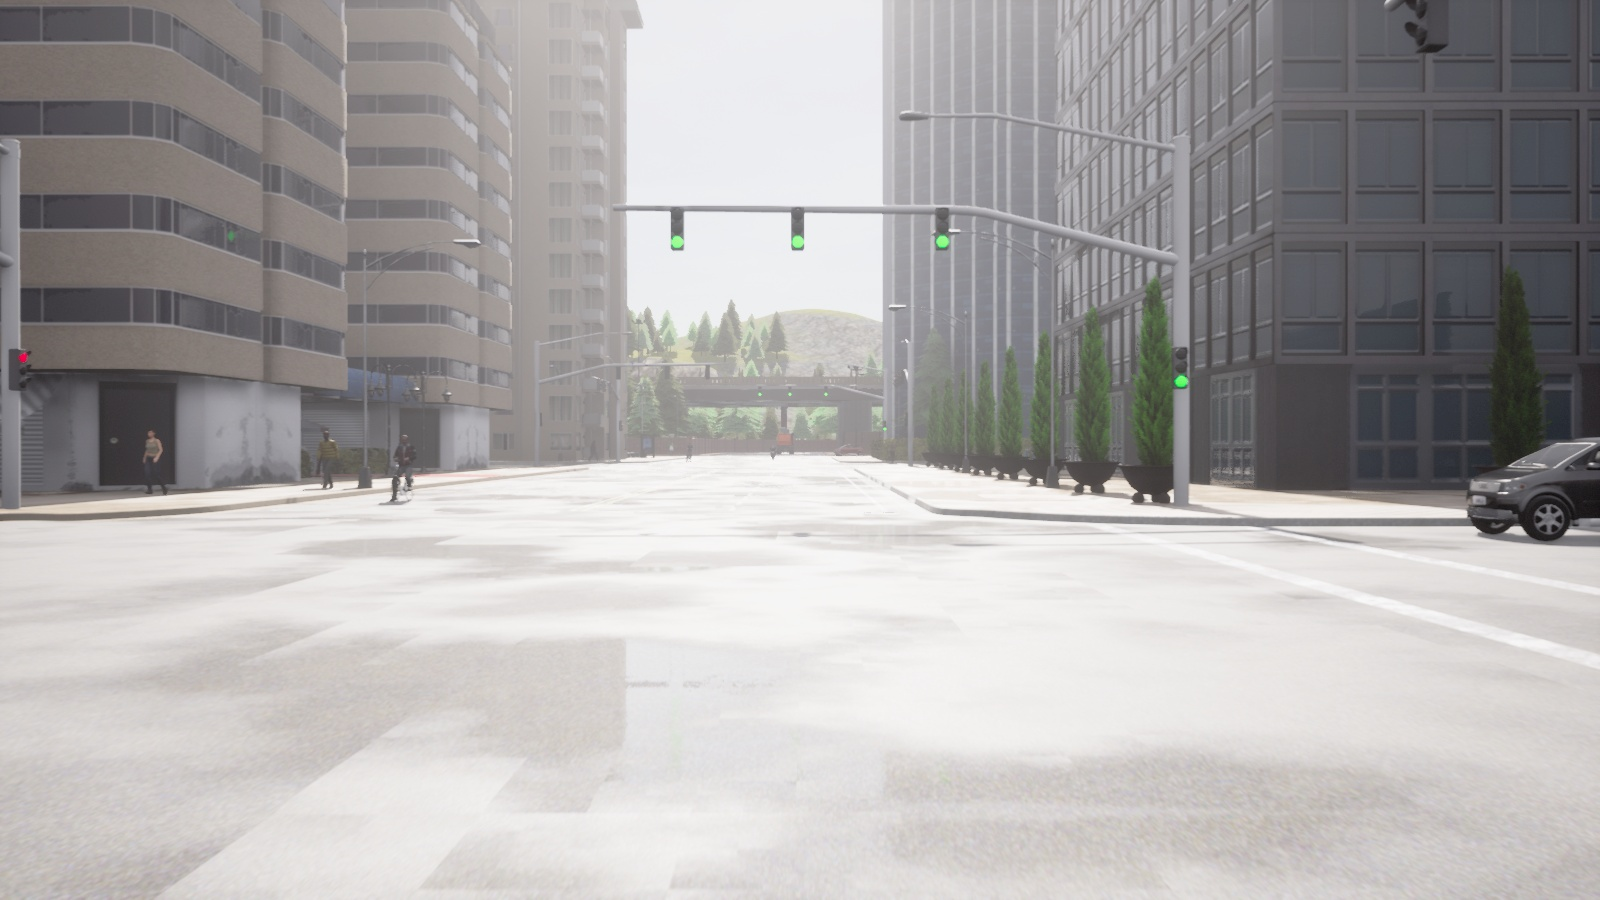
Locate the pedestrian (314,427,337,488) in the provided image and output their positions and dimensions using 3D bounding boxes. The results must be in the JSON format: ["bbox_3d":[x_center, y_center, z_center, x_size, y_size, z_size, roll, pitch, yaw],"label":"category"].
[{"bbox_3d":[-14.443,0.238,38.228,0.370,1.835,0.726,0,0,4],"label":"pedestrian"}]

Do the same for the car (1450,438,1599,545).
[{"bbox_3d":[12.260,0.602,19.191,3.705,1.549,1.789,0,0,1],"label":"car"}]

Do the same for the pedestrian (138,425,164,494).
[{"bbox_3d":[-17.510,0.250,33.883,0.345,1.836,0.594,0,0,9],"label":"pedestrian"}]

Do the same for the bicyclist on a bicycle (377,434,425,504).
[{"bbox_3d":[-10.300,0.477,32.464,0.659,1.776,1.843,0,0,0],"label":"bicyclist on a bicycle"}]
